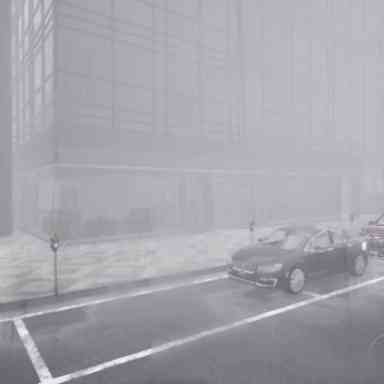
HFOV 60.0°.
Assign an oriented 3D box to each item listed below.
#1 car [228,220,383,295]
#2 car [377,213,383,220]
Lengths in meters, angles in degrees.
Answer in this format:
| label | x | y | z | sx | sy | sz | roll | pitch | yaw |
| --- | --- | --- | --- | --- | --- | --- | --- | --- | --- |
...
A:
| label | x | y | z | sx | sy | sz | roll | pitch | yaw |
| --- | --- | --- | --- | --- | --- | --- | --- | --- | --- |
| car | 2.880 | 1.541 | 8.591 | 4.403 | 1.369 | 2.008 | 0 | 0 | -35 |
| car | 7.479 | 1.422 | 11.871 | 4.097 | 1.590 | 1.967 | 0 | 0 | -35 |
